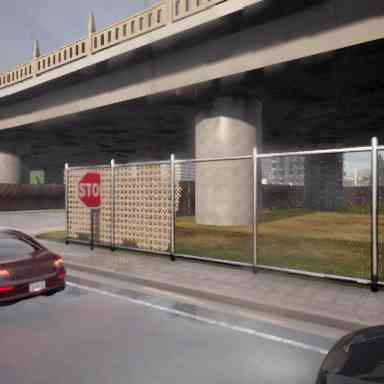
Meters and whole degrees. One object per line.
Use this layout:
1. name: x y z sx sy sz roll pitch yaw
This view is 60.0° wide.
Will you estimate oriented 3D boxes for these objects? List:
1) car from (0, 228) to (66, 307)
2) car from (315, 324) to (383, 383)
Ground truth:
1. car: -4.647 1.525 7.301 4.674 1.442 1.812 0 0 35
2. car: 3.194 1.505 1.717 4.892 1.490 1.837 0 0 35
